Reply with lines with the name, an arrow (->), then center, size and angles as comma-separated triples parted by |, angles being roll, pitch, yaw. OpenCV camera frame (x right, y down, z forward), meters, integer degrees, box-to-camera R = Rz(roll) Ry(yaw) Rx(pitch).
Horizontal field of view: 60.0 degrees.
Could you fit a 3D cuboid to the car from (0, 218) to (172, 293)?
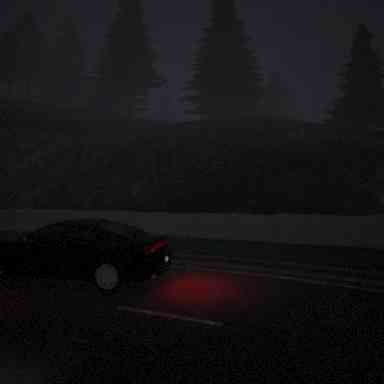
car -> -3.014, 1.417, 8.423 | 5.008, 1.535, 1.882 | 0, 0, 14
